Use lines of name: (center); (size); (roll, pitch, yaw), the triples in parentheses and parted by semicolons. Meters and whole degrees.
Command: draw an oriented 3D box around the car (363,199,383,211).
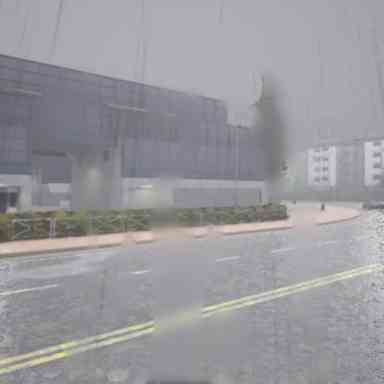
car: (21.947, 1.529, 39.825); (1.994, 1.385, 4.181); (0, 0, 14)
